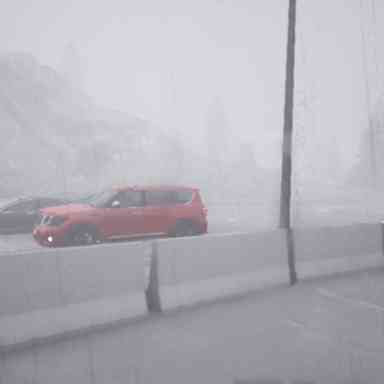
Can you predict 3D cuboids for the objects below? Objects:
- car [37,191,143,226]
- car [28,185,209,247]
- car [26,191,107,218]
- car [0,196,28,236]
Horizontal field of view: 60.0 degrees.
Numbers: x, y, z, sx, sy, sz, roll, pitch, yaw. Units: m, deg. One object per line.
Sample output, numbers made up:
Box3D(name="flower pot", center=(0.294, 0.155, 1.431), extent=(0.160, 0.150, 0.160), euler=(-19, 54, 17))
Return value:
Box3D(name="car", center=(-5.184, 0.763, 17.119), extent=(4.892, 1.490, 1.837), euler=(0, 2, -32))
Box3D(name="car", center=(-2.065, 0.777, 10.847), extent=(5.566, 2.045, 2.150), euler=(0, 2, -32))
Box3D(name="car", center=(-7.453, 0.671, 19.803), extent=(4.181, 1.385, 1.994), euler=(0, 2, -32))
Box3D(name="car", center=(-6.094, 0.902, 12.415), extent=(4.892, 1.490, 1.837), euler=(0, 2, -32))
